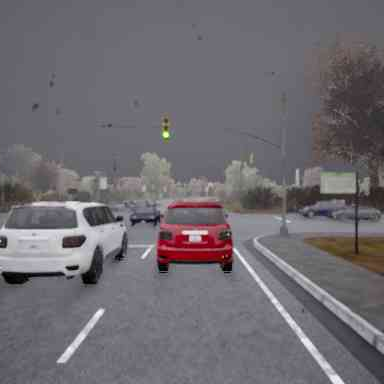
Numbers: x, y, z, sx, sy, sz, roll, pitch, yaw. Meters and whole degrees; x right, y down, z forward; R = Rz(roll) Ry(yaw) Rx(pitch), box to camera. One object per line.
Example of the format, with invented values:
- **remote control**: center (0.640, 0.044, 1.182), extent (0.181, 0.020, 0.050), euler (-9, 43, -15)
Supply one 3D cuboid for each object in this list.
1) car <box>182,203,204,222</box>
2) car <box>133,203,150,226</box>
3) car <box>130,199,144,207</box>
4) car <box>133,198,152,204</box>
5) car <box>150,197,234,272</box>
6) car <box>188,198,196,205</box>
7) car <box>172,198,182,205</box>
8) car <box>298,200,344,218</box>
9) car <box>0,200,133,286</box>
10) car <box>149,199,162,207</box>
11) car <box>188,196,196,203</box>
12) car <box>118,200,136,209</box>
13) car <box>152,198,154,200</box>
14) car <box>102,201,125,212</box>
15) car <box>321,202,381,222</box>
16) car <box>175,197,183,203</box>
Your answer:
- **car**: center (0.093, 1.760, 29.840), extent (1.812, 1.442, 4.674), euler (0, 0, 0)
- **car**: center (-3.406, 1.801, 25.403), extent (1.895, 1.301, 4.718), euler (0, 0, 0)
- **car**: center (-10.516, 2.068, 64.289), extent (1.994, 1.385, 4.181), euler (0, 0, 0)
- **car**: center (-7.086, 1.708, 45.352), extent (2.097, 1.767, 4.553), euler (0, 0, 0)
- **car**: center (0.110, 1.311, 11.242), extent (2.150, 2.045, 5.566), euler (0, 0, 1)
- **car**: center (-0.014, 2.161, 77.465), extent (1.994, 1.385, 4.181), euler (0, 0, 0)
- **car**: center (-3.515, 2.121, 76.934), extent (2.128, 1.511, 4.902), euler (0, 0, 0)
- **car**: center (12.624, 1.604, 32.036), extent (4.553, 1.767, 2.097), euler (0, 0, 3)
- **car**: center (-3.403, 1.296, 9.819), extent (2.150, 2.045, 5.566), euler (0, -1, 0)
- **car**: center (-7.016, 2.107, 64.482), extent (1.895, 1.301, 4.718), euler (0, 0, 0)
- **car**: center (0.024, 2.040, 87.322), extent (2.097, 1.767, 4.553), euler (0, 0, 1)
- **car**: center (-10.559, 1.989, 54.218), extent (1.994, 1.385, 4.181), euler (0, 0, 1)
- **car**: center (-7.067, 1.778, 54.237), extent (2.097, 1.767, 4.553), euler (0, 0, 0)
- **car**: center (-10.618, 1.957, 45.412), extent (1.895, 1.301, 4.718), euler (0, 0, 1)
- **car**: center (13.770, 1.788, 28.464), extent (4.181, 1.385, 1.994), euler (0, 0, 3)
- **car**: center (-3.477, 2.059, 87.343), extent (1.812, 1.442, 4.674), euler (0, 0, 1)
